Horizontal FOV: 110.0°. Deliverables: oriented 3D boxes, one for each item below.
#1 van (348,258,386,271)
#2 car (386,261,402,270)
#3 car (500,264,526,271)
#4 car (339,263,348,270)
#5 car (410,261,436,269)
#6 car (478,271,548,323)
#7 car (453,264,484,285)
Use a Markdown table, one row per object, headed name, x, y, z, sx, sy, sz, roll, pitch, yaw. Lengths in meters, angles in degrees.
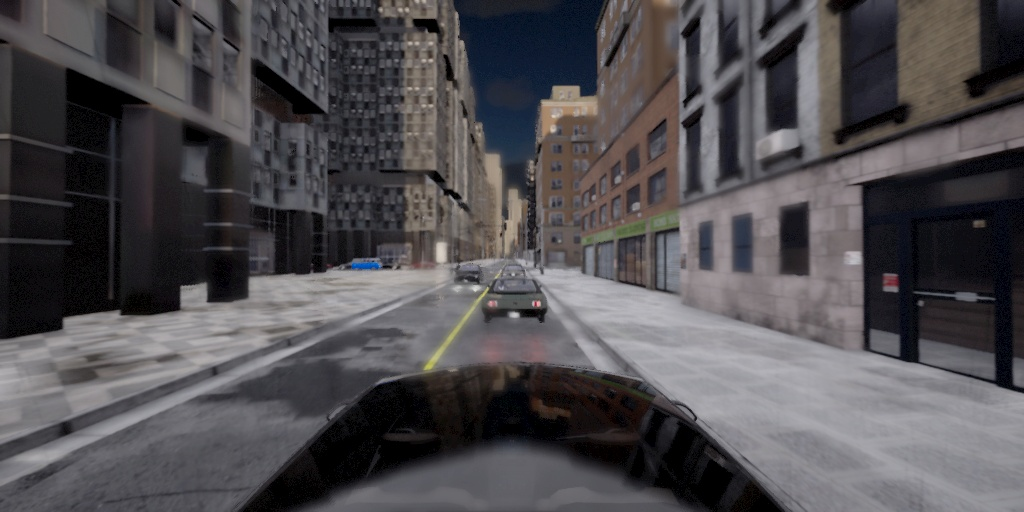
| name | x | y | z | sx | sy | sz | roll | pitch | yaw |
| --- | --- | --- | --- | --- | --- | --- | --- | --- | --- |
| van | -20.115 | 1.221 | 49.852 | 3.998 | 1.789 | 1.690 | 0 | 0 | 0 |
| car | -20.115 | 1.529 | 58.377 | 4.313 | 1.339 | 1.948 | 0 | 0 | 0 |
| car | 0.092 | 1.324 | 27.155 | 2.033 | 1.411 | 5.357 | 0 | 0 | 0 |
| car | -25.764 | 1.553 | 58.382 | 4.403 | 1.370 | 2.007 | 0 | 0 | 0 |
| car | -14.467 | 1.505 | 58.371 | 4.207 | 1.307 | 1.802 | 0 | 0 | 0 |
| car | 0.088 | 1.363 | 12.191 | 1.895 | 1.301 | 4.718 | 0 | 0 | 0 |
| car | -3.098 | 1.324 | 26.928 | 2.033 | 1.411 | 5.357 | 0 | 0 | 0 |
